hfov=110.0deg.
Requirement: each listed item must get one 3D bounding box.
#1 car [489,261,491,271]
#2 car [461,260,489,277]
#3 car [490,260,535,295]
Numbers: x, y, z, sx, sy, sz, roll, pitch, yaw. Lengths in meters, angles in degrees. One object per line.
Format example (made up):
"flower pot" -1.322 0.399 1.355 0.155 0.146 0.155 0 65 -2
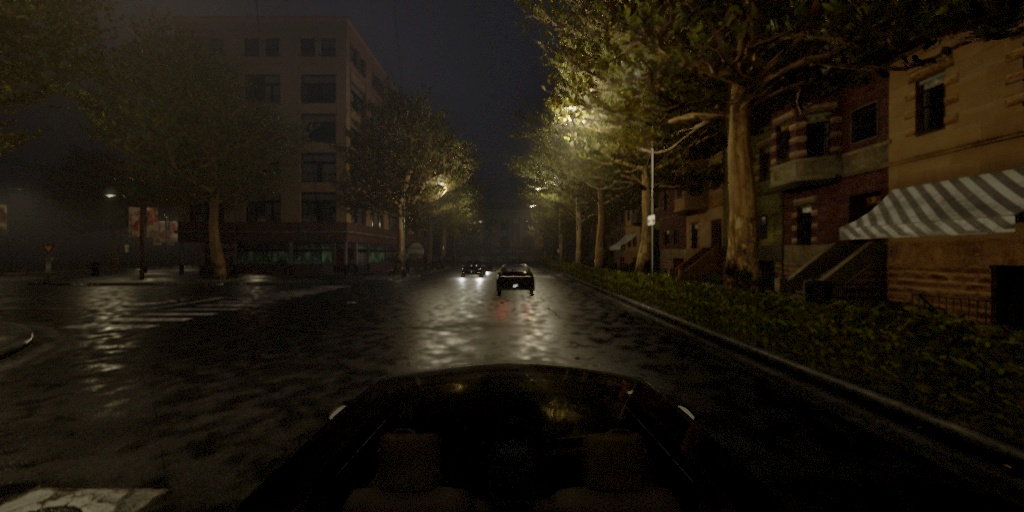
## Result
"car" -3.388 1.122 42.981 1.994 1.385 4.181 0 0 1
"car" -3.469 1.109 33.094 1.837 1.490 4.892 0 0 1
"car" 0.177 1.161 19.014 2.128 1.511 4.902 0 0 0
